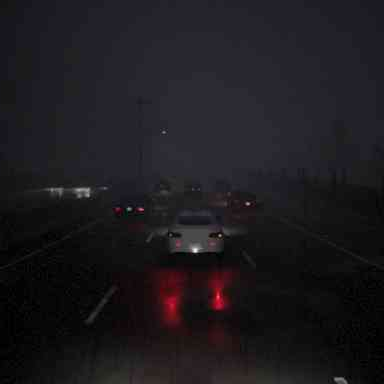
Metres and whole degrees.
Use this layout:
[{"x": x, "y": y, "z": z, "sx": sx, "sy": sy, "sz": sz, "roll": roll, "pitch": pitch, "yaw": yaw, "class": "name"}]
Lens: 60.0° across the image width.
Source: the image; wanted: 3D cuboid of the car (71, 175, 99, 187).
[{"x": -14.089, "y": -1.513, "z": 45.189, "sx": 2.128, "sy": 1.511, "sz": 4.902, "roll": 0, "pitch": 5, "yaw": 0, "class": "car"}]

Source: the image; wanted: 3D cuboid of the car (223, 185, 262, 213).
[{"x": 3.600, "y": 0.550, "z": 23.423, "sx": 1.994, "sy": 1.385, "sz": 4.181, "roll": 0, "pitch": 5, "yaw": 0, "class": "car"}]

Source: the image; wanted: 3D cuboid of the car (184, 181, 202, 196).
[{"x": 0.101, "y": -0.420, "z": 33.856, "sx": 2.033, "sy": 1.411, "sz": 5.357, "roll": 0, "pitch": 5, "yaw": 0, "class": "car"}]

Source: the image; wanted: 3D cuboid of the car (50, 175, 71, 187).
[{"x": -17.588, "y": -1.514, "z": 45.196, "sx": 2.128, "sy": 1.511, "sz": 4.902, "roll": 0, "pitch": 5, "yaw": 0, "class": "car"}]

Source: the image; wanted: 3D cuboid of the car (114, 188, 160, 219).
[{"x": -3.400, "y": 0.776, "z": 20.479, "sx": 2.033, "sy": 1.411, "sz": 5.357, "roll": 0, "pitch": 4, "yaw": 0, "class": "car"}]

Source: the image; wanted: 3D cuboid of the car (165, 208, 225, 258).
[{"x": 0.098, "y": 1.285, "z": 11.670, "sx": 1.812, "sy": 1.442, "sz": 4.674, "roll": 0, "pitch": 3, "yaw": 0, "class": "car"}]

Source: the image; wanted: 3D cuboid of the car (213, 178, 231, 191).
[{"x": 3.601, "y": -0.978, "z": 39.716, "sx": 1.812, "sy": 1.442, "sz": 4.674, "roll": 0, "pitch": 5, "yaw": 0, "class": "car"}]

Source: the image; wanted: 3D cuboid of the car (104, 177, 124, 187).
[{"x": -10.591, "y": -1.407, "z": 45.228, "sx": 1.895, "sy": 1.301, "sz": 4.718, "roll": 0, "pitch": 5, "yaw": 0, "class": "car"}]

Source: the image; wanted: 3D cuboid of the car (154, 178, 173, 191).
[{"x": -3.399, "y": -0.922, "z": 39.531, "sx": 1.994, "sy": 1.385, "sz": 4.181, "roll": 0, "pitch": 5, "yaw": 0, "class": "car"}]
